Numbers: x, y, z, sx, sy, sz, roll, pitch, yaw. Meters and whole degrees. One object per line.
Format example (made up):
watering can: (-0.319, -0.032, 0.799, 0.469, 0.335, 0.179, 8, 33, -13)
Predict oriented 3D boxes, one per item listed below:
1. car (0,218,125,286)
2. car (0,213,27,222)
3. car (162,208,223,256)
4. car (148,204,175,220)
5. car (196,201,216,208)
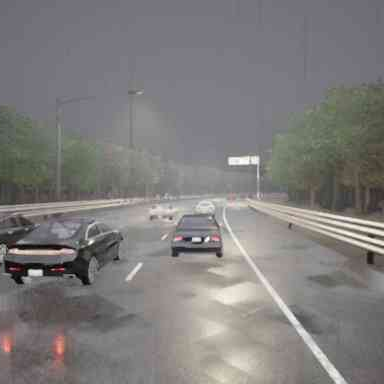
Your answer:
car: (-3.248, 1.503, 9.454, 2.128, 1.511, 4.902, 0, 0, 1)
car: (-6.689, 1.515, 11.685, 1.837, 1.490, 4.892, 0, 0, 2)
car: (0.235, 1.573, 13.158, 2.033, 1.411, 5.357, 0, 0, 2)
car: (-2.358, 1.650, 28.224, 1.895, 1.301, 4.718, 0, 0, 4)
car: (1.314, 1.590, 31.696, 1.812, 1.442, 4.674, 0, 0, 5)
